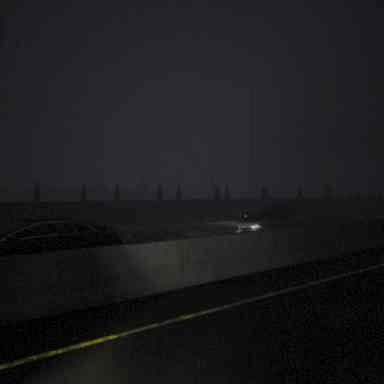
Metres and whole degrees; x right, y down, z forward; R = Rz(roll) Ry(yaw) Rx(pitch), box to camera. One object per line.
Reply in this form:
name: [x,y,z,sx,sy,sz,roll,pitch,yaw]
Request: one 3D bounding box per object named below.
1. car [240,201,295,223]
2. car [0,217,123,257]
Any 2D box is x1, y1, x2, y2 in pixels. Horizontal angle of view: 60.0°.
car: [5.834,1.475,25.352,4.892,1.490,1.837,0,0,-35]
car: [-4.396,1.487,9.456,4.902,1.511,2.128,0,0,-36]
